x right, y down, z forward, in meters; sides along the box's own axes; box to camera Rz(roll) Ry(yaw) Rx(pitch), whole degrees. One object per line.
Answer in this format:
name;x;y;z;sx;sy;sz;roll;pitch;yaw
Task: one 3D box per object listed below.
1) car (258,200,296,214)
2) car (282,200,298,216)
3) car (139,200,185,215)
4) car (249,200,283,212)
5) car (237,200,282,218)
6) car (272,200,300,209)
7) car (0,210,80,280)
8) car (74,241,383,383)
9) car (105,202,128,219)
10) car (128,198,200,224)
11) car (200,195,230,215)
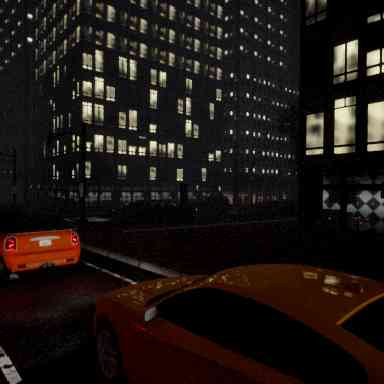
car;10.329;1.801;40.182;5.008;1.535;1.882;1;1;-39
car;10.945;1.935;37.358;4.206;1.307;1.802;1;0;-39
car;-3.228;1.647;36.635;4.829;1.417;1.752;1;0;-39
car;9.767;1.814;43.838;4.674;1.442;1.812;1;1;-39
car;6.701;1.832;33.907;4.829;1.417;1.752;1;0;-39
car;14.403;1.881;50.969;4.313;1.339;1.947;1;0;-39
car;-5.189;1.347;10.304;2.097;1.767;4.553;0;0;-40
car;0.743;1.476;3.256;1.882;1.535;5.008;0;0;-40
car;-5.797;1.642;31.206;4.674;1.442;1.812;1;1;-38
car;-2.181;1.523;26.684;5.009;1.841;2.192;1;0;-39
car;1.882;1.423;37.430;5.566;2.045;2.150;1;1;-39
